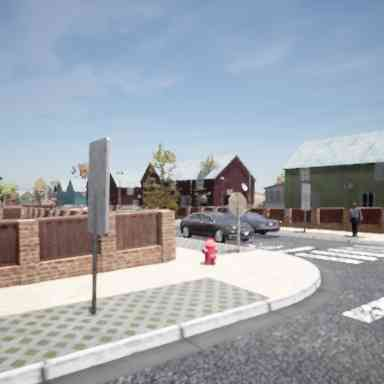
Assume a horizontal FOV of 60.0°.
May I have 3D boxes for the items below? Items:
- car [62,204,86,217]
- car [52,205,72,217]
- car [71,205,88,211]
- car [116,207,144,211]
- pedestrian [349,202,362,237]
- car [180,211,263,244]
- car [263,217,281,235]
[{"bbox_3d":[-17.207,2.707,48.362,2.097,1.767,4.553,1,-2,-36],"label":"car"},{"bbox_3d":[-16.401,2.653,42.289,1.837,1.490,4.892,1,-2,-35],"label":"car"},{"bbox_3d":[-10.323,2.334,33.809,1.882,1.535,5.008,1,-2,-35],"label":"car"},{"bbox_3d":[-4.520,1.933,25.774,2.097,1.767,4.553,1,-2,-36],"label":"car"},{"bbox_3d":[8.606,1.442,17.616,0.375,1.860,0.375,-1,0,-36],"label":"pedestrian"},{"bbox_3d":[1.197,1.813,17.816,1.837,1.490,4.892,1,-2,-35],"label":"car"},{"bbox_3d":[2.909,1.957,20.811,2.033,1.411,5.357,2,-2,-39],"label":"car"}]
